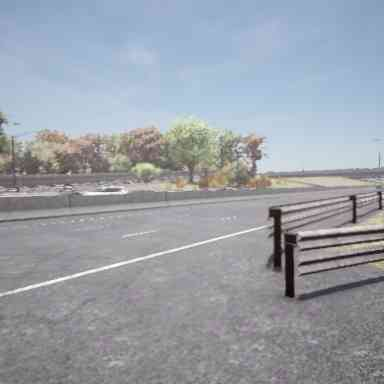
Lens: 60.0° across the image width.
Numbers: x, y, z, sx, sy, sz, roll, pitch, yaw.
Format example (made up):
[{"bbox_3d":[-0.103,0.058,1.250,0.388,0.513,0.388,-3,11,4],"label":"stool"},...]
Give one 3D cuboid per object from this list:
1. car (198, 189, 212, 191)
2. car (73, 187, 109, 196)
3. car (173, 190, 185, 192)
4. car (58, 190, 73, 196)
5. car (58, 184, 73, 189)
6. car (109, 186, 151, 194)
[{"bbox_3d":[1.762,0.315,52.196,1.837,1.490,4.892,0,1,36],"label":"car"},{"bbox_3d":[-9.661,0.427,36.479,2.150,2.045,5.566,0,1,36],"label":"car"},{"bbox_3d":[-2.222,0.416,52.661,1.994,1.385,4.181,0,1,36],"label":"car"},{"bbox_3d":[-13.652,0.755,36.932,1.837,1.490,4.892,0,1,36],"label":"car"},{"bbox_3d":[-23.692,-0.763,63.581,1.994,1.385,4.181,-1,3,15],"label":"car"},{"bbox_3d":[-6.108,0.530,35.410,2.097,1.767,4.553,0,1,36],"label":"car"}]
